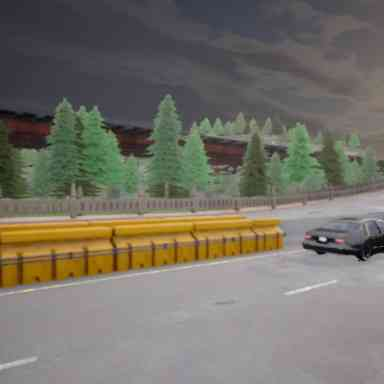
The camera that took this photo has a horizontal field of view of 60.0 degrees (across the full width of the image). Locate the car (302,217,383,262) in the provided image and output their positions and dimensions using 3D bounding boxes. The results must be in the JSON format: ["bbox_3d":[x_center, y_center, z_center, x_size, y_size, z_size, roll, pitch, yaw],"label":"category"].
[{"bbox_3d":[6.509,1.688,12.815,5.357,1.411,2.033,1,0,-35],"label":"car"}]
